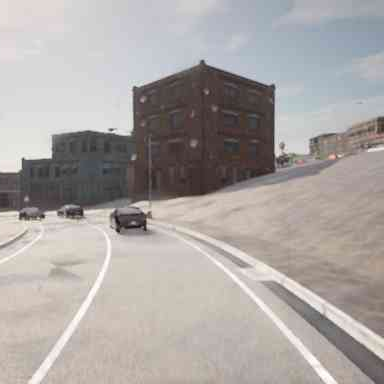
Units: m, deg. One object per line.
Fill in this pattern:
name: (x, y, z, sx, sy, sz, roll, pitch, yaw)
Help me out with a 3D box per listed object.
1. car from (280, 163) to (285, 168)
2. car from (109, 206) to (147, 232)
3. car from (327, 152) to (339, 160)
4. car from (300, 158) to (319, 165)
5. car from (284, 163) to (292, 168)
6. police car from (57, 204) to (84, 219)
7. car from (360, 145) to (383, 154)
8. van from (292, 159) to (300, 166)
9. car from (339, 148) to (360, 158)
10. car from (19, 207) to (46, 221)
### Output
car: (22.326, -5.906, 77.956, 2.435, 2.045, 5.566, 0, 1, 0)
car: (-4.229, 1.679, 21.640, 1.882, 1.535, 5.008, -1, -1, -20)
car: (22.307, -5.231, 50.418, 2.185, 1.767, 4.553, 0, 1, 0)
car: (22.314, -5.339, 61.435, 2.231, 1.521, 4.892, 0, 1, 0)
car: (22.323, -5.516, 72.474, 2.002, 1.452, 4.674, 0, 1, 0)
police car: (-14.328, 2.199, 38.903, 1.930, 1.638, 5.238, -2, -1, -38)
car: (22.300, -4.810, 39.228, 2.002, 1.452, 4.674, 0, 1, 0)
van: (22.318, -5.674, 66.827, 1.878, 1.987, 4.442, 0, 1, 0)
car: (22.303, -5.107, 44.899, 2.185, 1.767, 4.553, 0, 1, 0)
car: (-18.279, 2.459, 37.885, 1.812, 1.442, 4.674, -2, -2, -42)
